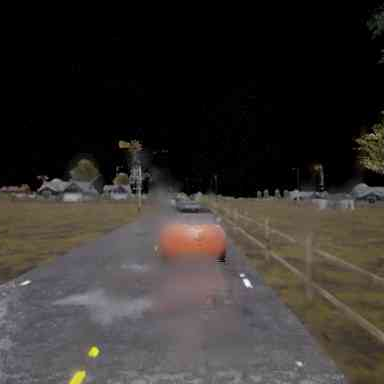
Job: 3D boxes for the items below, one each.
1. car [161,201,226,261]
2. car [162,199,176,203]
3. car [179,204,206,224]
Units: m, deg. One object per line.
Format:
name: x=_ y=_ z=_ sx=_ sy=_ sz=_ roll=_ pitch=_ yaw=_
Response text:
car: x=0.062 y=1.378 z=12.513 sx=2.097 sy=1.767 sz=4.553 roll=0 pitch=0 yaw=0
car: x=-2.847 y=1.714 z=43.693 sx=1.882 sy=1.535 sz=5.008 roll=0 pitch=0 yaw=0
car: x=0.051 y=1.695 z=26.386 sx=1.895 sy=1.301 sz=4.718 roll=0 pitch=0 yaw=0
